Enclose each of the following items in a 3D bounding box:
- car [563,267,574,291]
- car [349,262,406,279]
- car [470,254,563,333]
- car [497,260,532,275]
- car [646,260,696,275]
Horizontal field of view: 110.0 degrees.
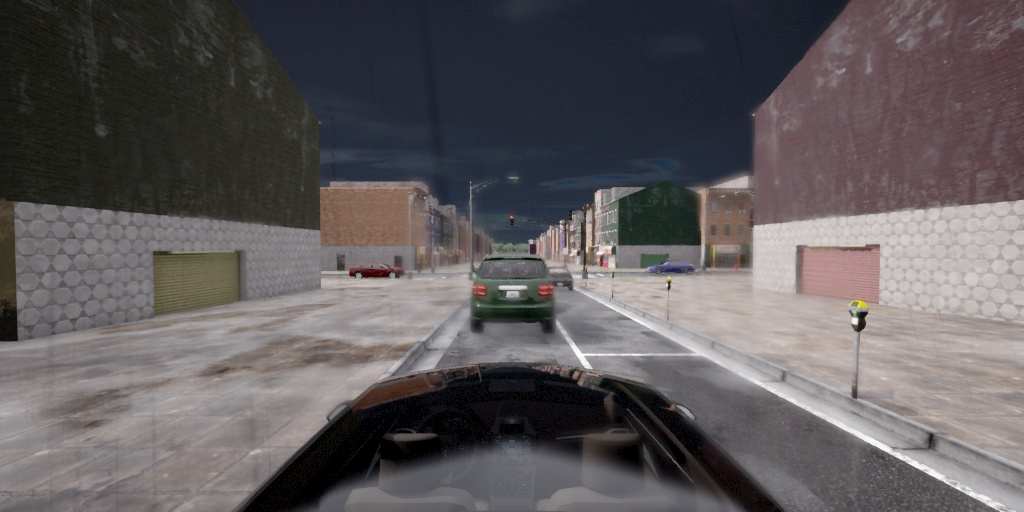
[{"bbox_3d":[2.593,1.296,21.274,2.007,1.370,4.403,0,0,0],"label":"car"},{"bbox_3d":[-12.398,1.337,33.202,5.008,1.535,1.882,0,1,-1],"label":"car"},{"bbox_3d":[0.029,0.968,10.859,2.150,2.045,5.566,0,0,0],"label":"car"},{"bbox_3d":[0.211,1.253,41.137,1.837,1.490,4.892,-5,2,-27],"label":"car"},{"bbox_3d":[16.016,1.145,36.197,4.674,1.442,1.812,0,1,0],"label":"car"}]
